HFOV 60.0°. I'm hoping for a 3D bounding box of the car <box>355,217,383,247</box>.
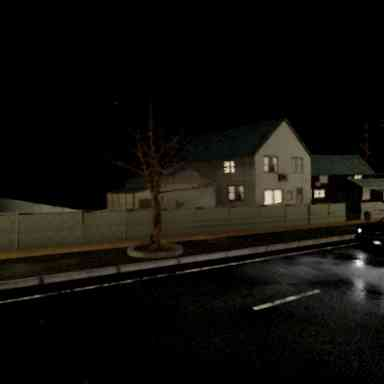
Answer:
[{"bbox_3d":[8.883,1.631,14.006,4.718,1.301,1.895,0,0,-35],"label":"car"}]
